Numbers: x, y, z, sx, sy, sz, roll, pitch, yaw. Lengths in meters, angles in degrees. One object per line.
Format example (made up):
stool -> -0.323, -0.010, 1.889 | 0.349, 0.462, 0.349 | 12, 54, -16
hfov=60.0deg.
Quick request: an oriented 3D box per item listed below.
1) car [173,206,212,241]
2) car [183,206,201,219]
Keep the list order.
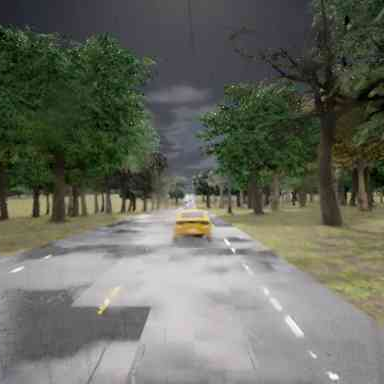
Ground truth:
car -> 0.021, 1.695, 18.102 | 1.882, 1.535, 5.008 | 0, -1, 0
car -> -0.038, 2.252, 36.978 | 1.895, 1.301, 4.718 | 0, -1, 0
